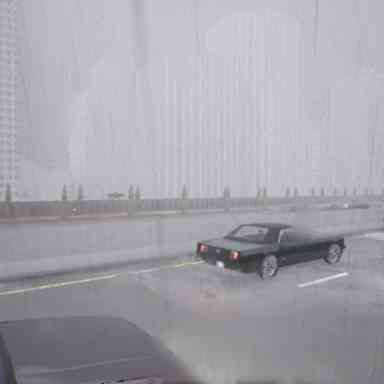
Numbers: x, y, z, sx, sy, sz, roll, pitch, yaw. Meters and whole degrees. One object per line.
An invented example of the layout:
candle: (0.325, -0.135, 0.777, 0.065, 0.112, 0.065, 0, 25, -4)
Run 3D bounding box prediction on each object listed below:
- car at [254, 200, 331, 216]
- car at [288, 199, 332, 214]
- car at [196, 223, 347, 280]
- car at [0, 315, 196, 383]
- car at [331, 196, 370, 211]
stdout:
car: (6.316, 1.472, 21.399, 5.357, 1.411, 2.033, 0, 0, -35)
car: (12.116, 1.474, 34.044, 4.718, 1.301, 1.895, 0, 0, -35)
car: (2.535, 1.568, 9.857, 4.718, 1.301, 1.895, 0, 0, -36)
car: (-2.500, 1.552, 1.954, 5.357, 1.411, 2.033, 0, 0, -35)
car: (14.976, 1.221, 31.753, 4.553, 1.767, 2.097, 0, 0, -34)
